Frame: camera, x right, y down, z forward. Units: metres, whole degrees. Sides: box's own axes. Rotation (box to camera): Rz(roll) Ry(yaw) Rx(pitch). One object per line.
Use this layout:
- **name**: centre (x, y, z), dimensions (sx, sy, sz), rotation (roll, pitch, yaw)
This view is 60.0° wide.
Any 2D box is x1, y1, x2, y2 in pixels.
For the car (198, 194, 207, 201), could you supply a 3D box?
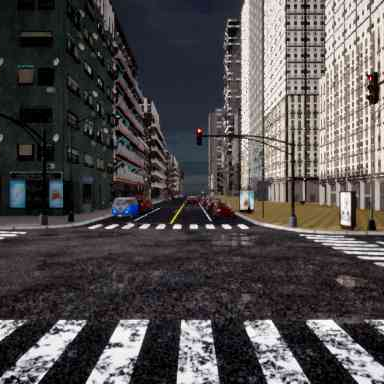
- **car**: centre (2.659, 1.373, 83.725), dimensions (2.192, 1.841, 5.009), rotation (0, 0, 0)

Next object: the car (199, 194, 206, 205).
- **car**: centre (2.671, 1.468, 56.086), dimensions (1.967, 1.590, 4.097), rotation (0, 0, 0)

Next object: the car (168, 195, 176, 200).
- **car**: centre (-5.729, 1.639, 94.777), dimensions (1.947, 1.339, 4.313), rotation (0, 0, 0)

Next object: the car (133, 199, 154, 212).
- **car**: centre (-5.702, 1.560, 39.501), dimensions (1.887, 1.381, 4.507), rotation (0, 0, 0)

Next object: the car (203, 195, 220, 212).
- **car**: centre (2.679, 1.455, 39.504), dimensions (1.967, 1.590, 4.097), rotation (0, 0, 0)

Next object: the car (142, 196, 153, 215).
- **car**: centre (-5.698, 1.327, 33.973), dimensions (2.192, 1.841, 5.009), rotation (0, 0, 0)

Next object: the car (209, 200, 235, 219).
- **car**: centre (2.684, 1.591, 28.448), dimensions (1.802, 1.307, 4.206), rotation (0, 0, 0)

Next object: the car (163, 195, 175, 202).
- **car**: centre (-5.720, 1.492, 78.193), dimensions (1.967, 1.590, 4.097), rotation (0, 0, 0)

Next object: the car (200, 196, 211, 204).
- **car**: centre (2.665, 1.590, 67.142), dimensions (2.008, 1.369, 4.403), rotation (0, 0, 0)

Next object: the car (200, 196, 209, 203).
- **car**: centre (2.662, 1.590, 72.669), dimensions (1.887, 1.381, 4.507), rotation (0, 0, 0)

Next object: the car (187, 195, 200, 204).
- **car**: centre (0.068, 1.638, 65.992), dimensions (1.895, 1.301, 4.718), rotation (0, 0, 0)

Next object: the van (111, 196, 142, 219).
- **van**: centre (-5.696, 1.351, 28.445), dimensions (1.690, 1.788, 3.998), rotation (0, 0, 0)

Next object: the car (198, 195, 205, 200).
- **car**: centre (2.651, 1.655, 94.780), dimensions (1.802, 1.307, 4.206), rotation (0, 0, 0)

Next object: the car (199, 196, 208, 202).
- **car**: centre (2.660, 1.633, 78.197), dimensions (1.802, 1.307, 4.206), rotation (0, 0, 0)
